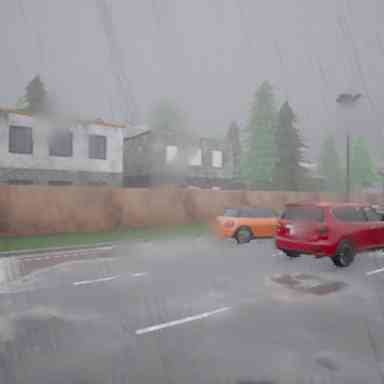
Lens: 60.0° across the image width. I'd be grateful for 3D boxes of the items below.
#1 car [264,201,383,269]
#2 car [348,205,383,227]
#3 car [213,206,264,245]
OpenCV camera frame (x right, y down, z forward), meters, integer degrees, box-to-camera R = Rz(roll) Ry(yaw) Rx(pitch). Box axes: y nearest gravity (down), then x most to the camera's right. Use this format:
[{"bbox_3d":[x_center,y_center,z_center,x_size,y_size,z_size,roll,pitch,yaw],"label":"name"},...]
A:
[{"bbox_3d":[5.411,1.365,11.993,5.566,2.045,2.150,1,0,-35],"label":"car"},{"bbox_3d":[14.737,1.852,26.838,4.892,1.490,1.837,0,0,-37],"label":"car"},{"bbox_3d":[3.402,1.505,16.470,4.553,1.767,2.097,1,0,-24],"label":"car"}]
